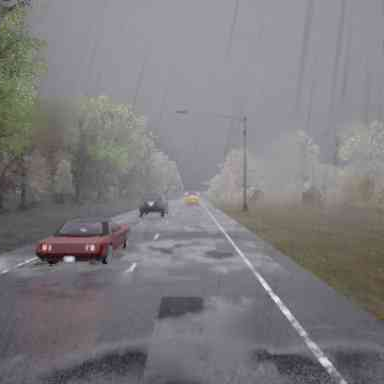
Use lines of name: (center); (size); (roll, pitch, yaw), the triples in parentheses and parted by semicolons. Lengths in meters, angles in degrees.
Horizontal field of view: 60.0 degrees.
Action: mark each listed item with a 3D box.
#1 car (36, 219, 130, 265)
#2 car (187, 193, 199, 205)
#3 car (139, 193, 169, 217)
car: (-3.400, 1.567, 11.455); (1.895, 1.301, 4.718); (0, 0, 0)
car: (0.106, 1.325, 53.510); (1.882, 1.535, 5.008); (0, 0, 0)
car: (-3.397, 1.134, 30.190); (2.150, 2.045, 5.566); (0, 0, 0)
